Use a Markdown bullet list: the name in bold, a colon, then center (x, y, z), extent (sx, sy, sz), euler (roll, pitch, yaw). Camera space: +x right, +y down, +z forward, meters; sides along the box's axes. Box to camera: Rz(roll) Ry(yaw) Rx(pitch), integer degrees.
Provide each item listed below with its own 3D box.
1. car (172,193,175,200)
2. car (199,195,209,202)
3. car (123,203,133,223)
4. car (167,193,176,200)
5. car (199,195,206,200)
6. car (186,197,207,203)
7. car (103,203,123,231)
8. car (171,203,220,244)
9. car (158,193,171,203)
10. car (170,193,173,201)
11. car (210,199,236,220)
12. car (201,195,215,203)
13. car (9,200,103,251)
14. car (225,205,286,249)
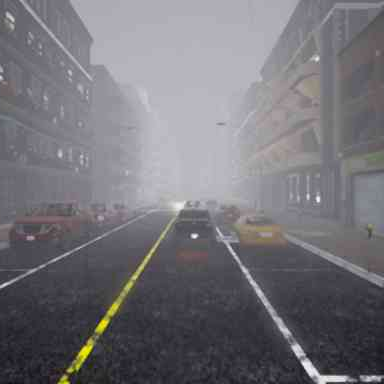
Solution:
- **car**: center (-5.677, 1.441, 81.857), extent (1.887, 1.381, 4.507), euler (0, 0, 0)
- **car**: center (2.703, 1.471, 76.215), extent (1.947, 1.339, 4.313), euler (0, 0, 0)
- **car**: center (-5.686, 1.514, 25.495), extent (1.887, 1.381, 4.507), euler (0, 0, 0)
- **car**: center (-5.674, 1.196, 93.130), extent (2.192, 1.841, 5.009), euler (0, 0, 0)
- **car**: center (2.705, 1.472, 87.488), extent (1.802, 1.307, 4.206), euler (0, 0, 0)
- **car**: center (0.105, 1.508, 33.606), extent (2.033, 1.411, 5.357), euler (0, 0, 0)
- **car**: center (-5.686, 1.417, 19.858), extent (1.967, 1.590, 4.097), euler (0, 0, 0)
- **car**: center (0.102, 1.487, 15.598), extent (1.837, 1.490, 4.892), euler (0, 0, 0)
- **car**: center (-5.679, 1.470, 64.948), extent (2.008, 1.369, 4.403), euler (0, 0, 0)
- **car**: center (-5.679, 1.463, 70.585), extent (2.008, 1.369, 4.403), euler (0, 0, 0)
- **car**: center (2.695, 1.515, 25.490), extent (1.887, 1.381, 4.507), euler (0, 0, 0)
- **car**: center (2.699, 1.493, 48.034), extent (2.008, 1.369, 4.403), euler (0, 0, 0)
- **car**: center (-5.686, 1.298, 14.222), extent (2.192, 1.841, 5.009), euler (0, 0, 0)
- **car**: center (2.693, 1.509, 14.387), extent (1.752, 1.417, 4.829), euler (0, 0, 0)
